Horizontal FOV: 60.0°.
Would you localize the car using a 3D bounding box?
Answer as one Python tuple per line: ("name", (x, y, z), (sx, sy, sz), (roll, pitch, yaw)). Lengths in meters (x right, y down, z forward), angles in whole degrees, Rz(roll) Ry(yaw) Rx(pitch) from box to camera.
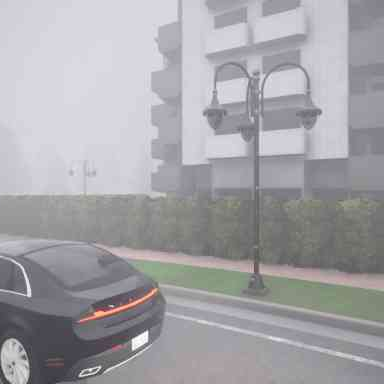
("car", (-2.698, 1.505, 5.158), (4.892, 1.490, 1.837), (0, 0, 31))
